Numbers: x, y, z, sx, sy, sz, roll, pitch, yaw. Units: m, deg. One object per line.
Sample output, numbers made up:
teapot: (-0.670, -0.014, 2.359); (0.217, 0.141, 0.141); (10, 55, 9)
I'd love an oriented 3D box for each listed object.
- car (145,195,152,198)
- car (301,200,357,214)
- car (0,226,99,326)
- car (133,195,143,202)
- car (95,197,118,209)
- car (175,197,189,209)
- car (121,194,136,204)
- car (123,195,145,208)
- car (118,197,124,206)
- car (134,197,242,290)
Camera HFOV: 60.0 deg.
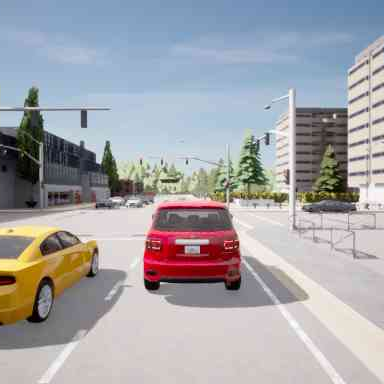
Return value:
car: (-8.653, 1.505, 58.741); (1.837, 1.490, 4.892); (0, 0, -1)
car: (14.285, 1.547, 34.739); (5.357, 1.411, 2.033); (0, 0, -2)
car: (-3.482, 1.478, 7.207); (1.882, 1.535, 5.008); (0, 0, 0)
car: (-12.627, 1.499, 78.093); (1.837, 1.490, 4.892); (0, 0, -2)
car: (-11.796, 1.564, 45.354); (1.994, 1.385, 4.181); (0, 0, -2)
car: (-1.330, 1.525, 47.019); (1.812, 1.442, 4.674); (0, 0, 0)
car: (-12.286, 1.352, 64.613); (2.097, 1.767, 4.553); (0, 0, -1)
car: (-8.385, 1.526, 48.657); (1.812, 1.442, 4.674); (0, 0, -1)
car: (-12.035, 1.526, 53.789); (1.812, 1.442, 4.674); (0, 0, -1)
car: (0.011, 1.221, 9.196); (2.150, 2.045, 5.566); (0, 0, 0)
